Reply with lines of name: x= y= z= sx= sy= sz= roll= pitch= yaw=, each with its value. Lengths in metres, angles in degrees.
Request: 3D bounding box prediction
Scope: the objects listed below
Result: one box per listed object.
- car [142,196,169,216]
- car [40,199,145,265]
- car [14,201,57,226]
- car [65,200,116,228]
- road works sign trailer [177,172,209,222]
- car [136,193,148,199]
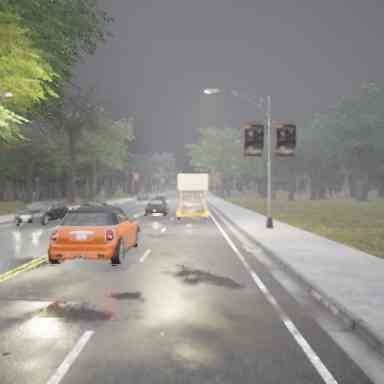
car: x=-3.054 y=1.346 z=29.608 sx=1.812 sy=1.442 sz=4.674 roll=0 pitch=0 yaw=0
car: x=-3.131 y=1.288 z=11.570 sx=2.097 sy=1.767 sz=4.553 roll=0 pitch=0 yaw=0
car: x=-9.793 y=1.363 z=21.971 sx=2.128 sy=1.511 sz=4.902 roll=0 pitch=0 yaw=0
car: x=-6.543 y=1.376 z=22.068 sx=1.837 sy=1.490 sz=4.892 roll=0 pitch=0 yaw=0
road works sign trailer: x=0.064 y=0.317 z=24.954 sx=2.380 sy=3.560 sz=2.880 roll=0 pitch=0 yaw=0
car: x=-9.359 y=1.054 z=63.444 sx=1.837 sy=1.490 sz=4.892 roll=0 pitch=1 yaw=1
